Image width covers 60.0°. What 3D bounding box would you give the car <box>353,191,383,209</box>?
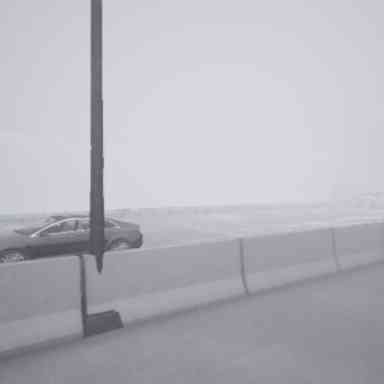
[{"bbox_3d":[22.020,0.910,40.622,5.566,2.045,2.150,0,0,-34],"label":"car"}]

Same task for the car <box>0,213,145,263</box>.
[{"bbox_3d":[-3.801,1.420,9.867,4.902,1.511,2.128,0,1,-35],"label":"car"}]
